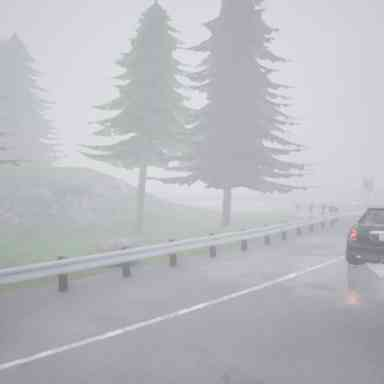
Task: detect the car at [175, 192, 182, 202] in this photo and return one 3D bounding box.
[{"bbox_3d":[-4.314,0.649,50.808,4.553,1.767,2.097,0,1,37],"label":"car"}]

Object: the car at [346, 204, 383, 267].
[{"bbox_3d":[6.219,1.078,9.446,4.553,1.767,2.097,-2,1,-43],"label":"car"}]

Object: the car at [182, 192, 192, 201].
[{"bbox_3d":[-2.207,0.686,53.609,5.008,1.535,1.882,-1,1,37],"label":"car"}]

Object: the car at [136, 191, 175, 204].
[{"bbox_3d":[-5.223,0.730,47.108,4.553,1.767,2.097,0,1,37],"label":"car"}]
